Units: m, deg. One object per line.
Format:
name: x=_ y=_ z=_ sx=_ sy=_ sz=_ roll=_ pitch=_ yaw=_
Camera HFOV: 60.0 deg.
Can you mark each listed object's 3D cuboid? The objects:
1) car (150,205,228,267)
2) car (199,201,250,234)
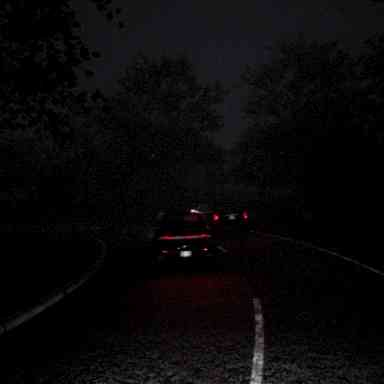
car: x=-0.390 y=1.459 z=11.459 sx=2.128 sy=1.511 sz=4.902 roll=-2 pitch=0 yaw=-5
car: x=1.112 y=1.278 z=17.601 sx=2.097 sy=1.767 sz=4.553 roll=-3 pitch=-1 yaw=-21
